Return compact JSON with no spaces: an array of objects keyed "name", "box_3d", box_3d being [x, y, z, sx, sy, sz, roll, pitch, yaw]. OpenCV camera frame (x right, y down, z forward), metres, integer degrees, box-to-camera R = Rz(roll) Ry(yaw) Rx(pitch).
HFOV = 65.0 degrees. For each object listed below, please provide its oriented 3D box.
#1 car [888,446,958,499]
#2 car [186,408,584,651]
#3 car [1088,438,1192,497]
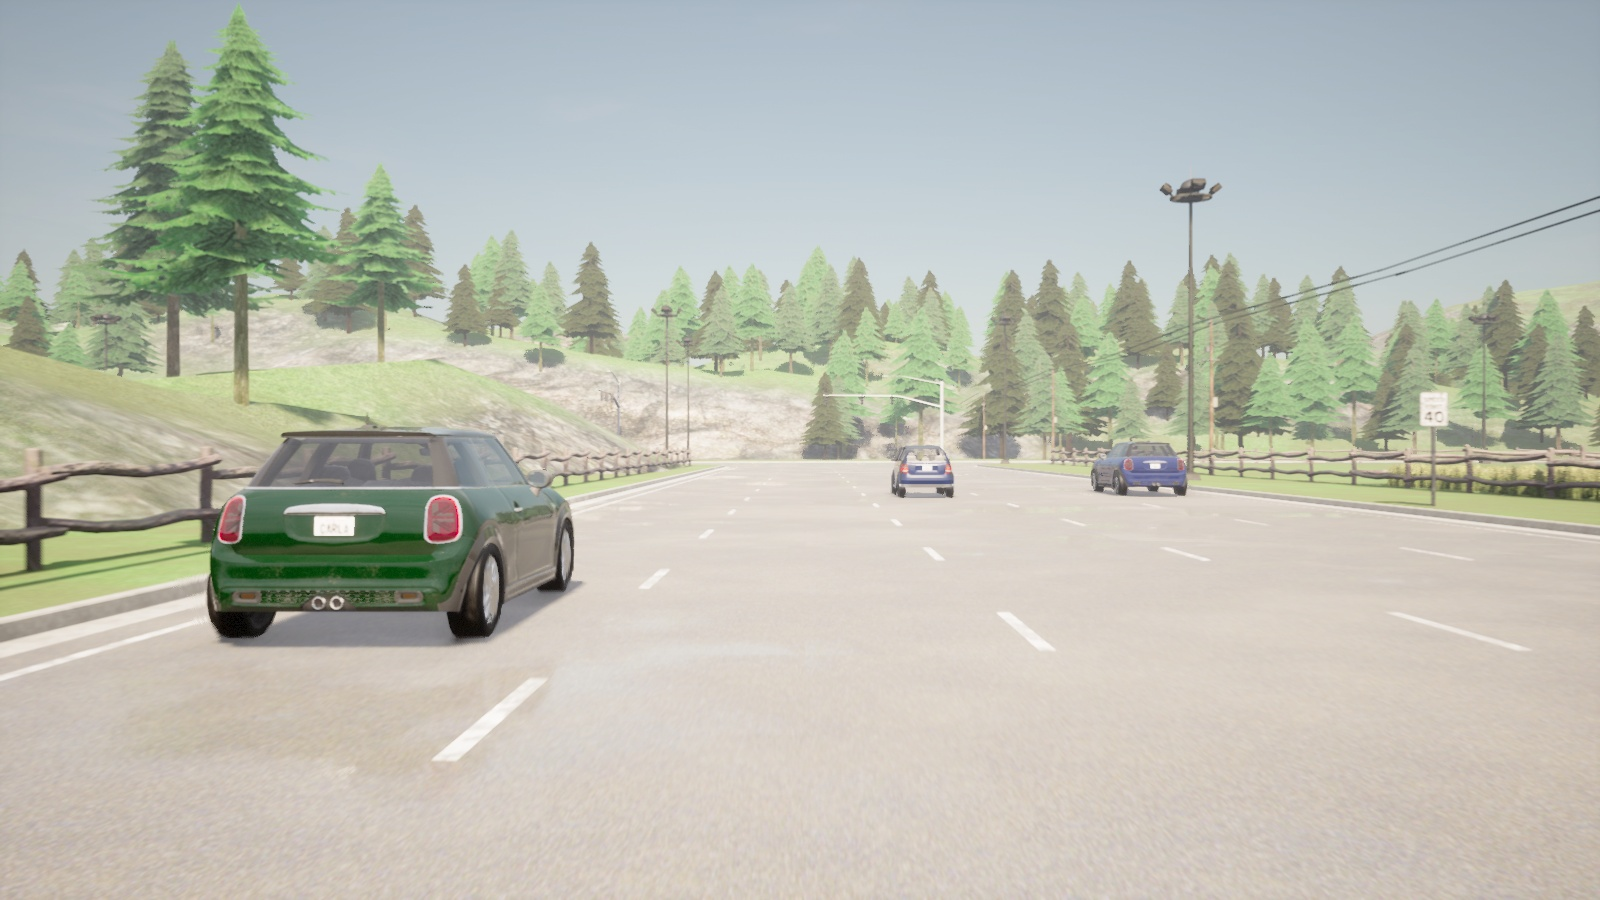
[{"name":"car","box_3d":[3.738,0.641,38.630,1.789,1.549,3.705,0,0,0]},{"name":"car","box_3d":[-3.419,0.577,11.429,2.097,1.767,4.553,0,0,0]},{"name":"car","box_3d":[10.746,0.524,40.054,2.097,1.767,4.553,0,0,0]}]
